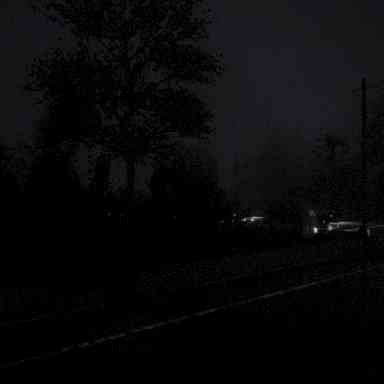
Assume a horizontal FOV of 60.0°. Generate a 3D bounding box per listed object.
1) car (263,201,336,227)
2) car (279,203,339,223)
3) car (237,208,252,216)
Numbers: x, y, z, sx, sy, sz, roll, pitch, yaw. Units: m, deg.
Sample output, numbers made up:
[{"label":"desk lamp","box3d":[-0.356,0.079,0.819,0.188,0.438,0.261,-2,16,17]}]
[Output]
[{"label":"car","box3d":[7.309,1.426,23.648,2.097,1.767,4.553,0,-1,-38]},{"label":"car","box3d":[9.323,1.651,26.772,1.994,1.385,4.181,0,-1,-39]},{"label":"car","box3d":[3.929,1.769,33.222,1.994,1.385,4.181,0,-1,-41]}]
